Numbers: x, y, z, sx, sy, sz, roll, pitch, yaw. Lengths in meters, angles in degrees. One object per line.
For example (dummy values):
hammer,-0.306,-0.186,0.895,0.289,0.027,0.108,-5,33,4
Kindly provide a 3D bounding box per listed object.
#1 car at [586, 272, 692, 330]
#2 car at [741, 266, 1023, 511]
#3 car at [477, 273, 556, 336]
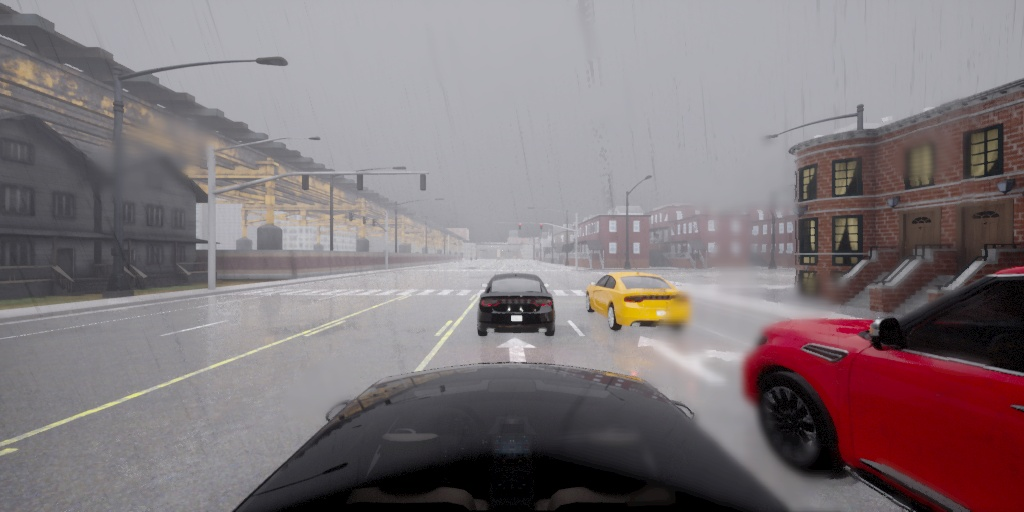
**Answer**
car,3.604,1.228,11.097,1.882,1.535,5.008,0,0,0
car,3.598,0.967,1.577,2.150,2.045,5.566,0,-1,0
car,0.102,1.228,10.392,1.882,1.535,5.008,0,0,0
